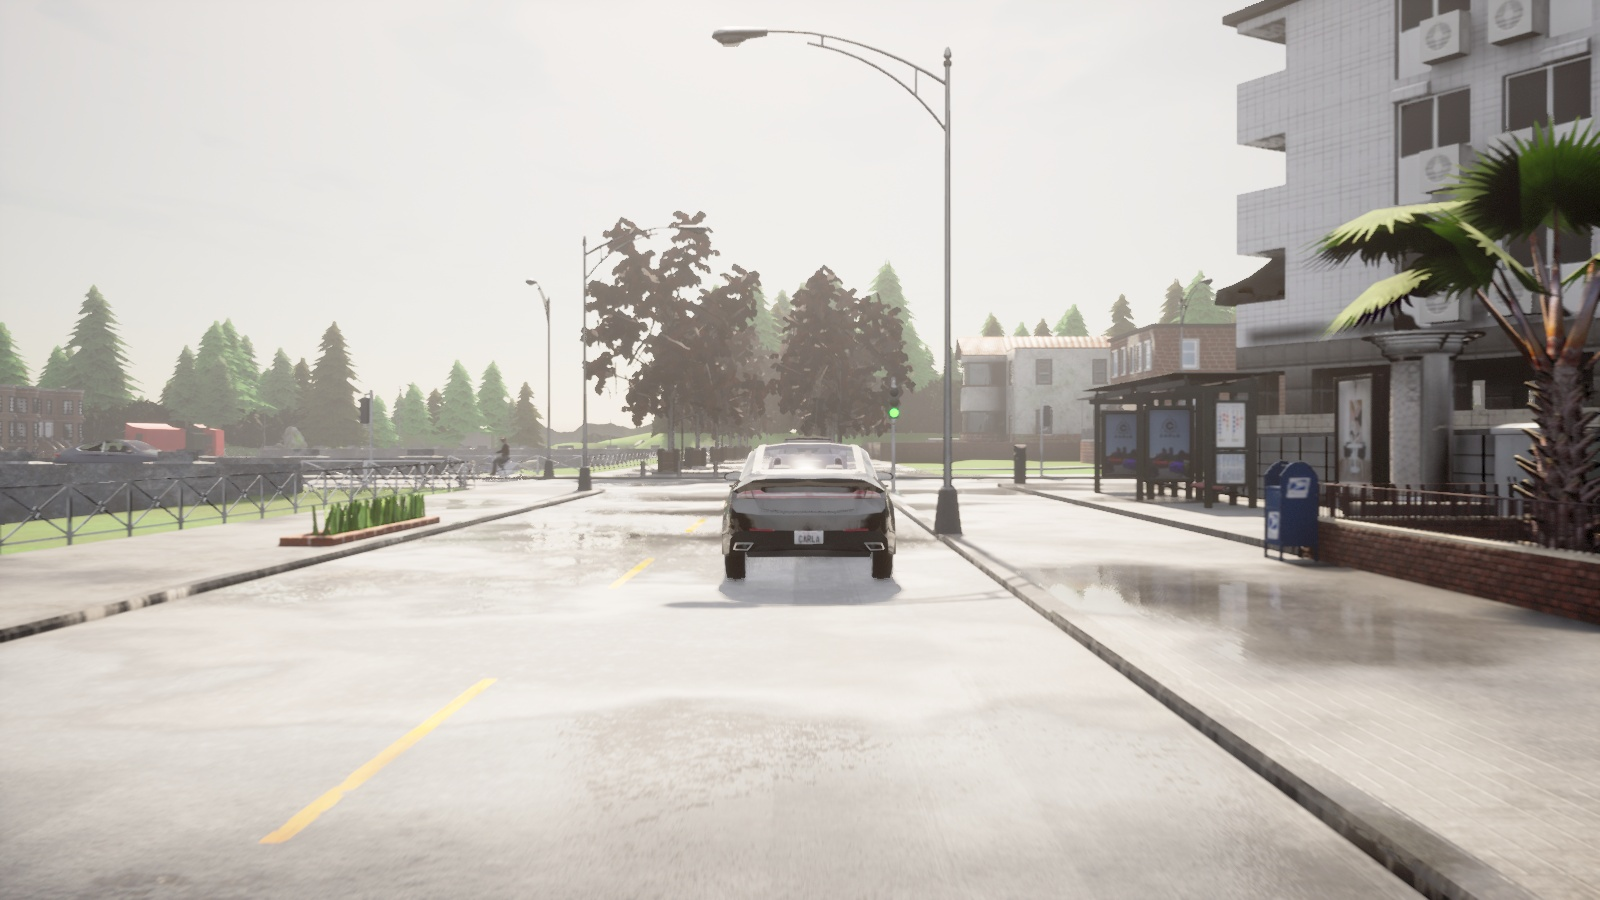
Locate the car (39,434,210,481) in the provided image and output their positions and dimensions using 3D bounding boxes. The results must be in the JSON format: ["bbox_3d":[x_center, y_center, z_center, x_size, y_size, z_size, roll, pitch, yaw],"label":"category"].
[{"bbox_3d":[-24.381,0.249,45.449,5.027,1.651,2.152,0,0,0],"label":"car"}]

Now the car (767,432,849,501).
[{"bbox_3d":[0.214,0.412,34.239,2.097,1.767,4.553,0,0,0],"label":"car"}]

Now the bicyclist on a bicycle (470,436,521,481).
[{"bbox_3d":[-11.935,0.330,49.286,1.843,1.776,0.659,0,1,3],"label":"bicyclist on a bicycle"}]

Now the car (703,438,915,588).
[{"bbox_3d":[0.102,0.618,15.074,2.128,1.511,4.902,0,0,0],"label":"car"}]
